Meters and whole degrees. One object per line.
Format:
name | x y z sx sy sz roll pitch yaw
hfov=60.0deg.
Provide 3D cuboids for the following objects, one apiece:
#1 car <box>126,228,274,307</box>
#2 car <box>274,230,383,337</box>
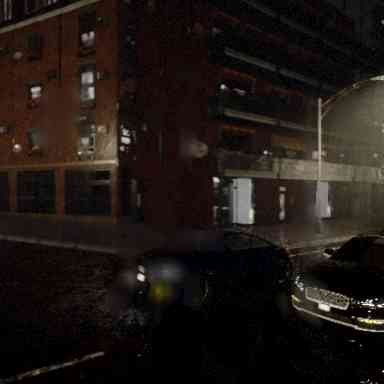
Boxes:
car | 0.546 1.619 8.135 4.181 1.385 1.994 1 0 -36
car | 4.037 1.578 6.661 4.892 1.490 1.837 1 0 -36
